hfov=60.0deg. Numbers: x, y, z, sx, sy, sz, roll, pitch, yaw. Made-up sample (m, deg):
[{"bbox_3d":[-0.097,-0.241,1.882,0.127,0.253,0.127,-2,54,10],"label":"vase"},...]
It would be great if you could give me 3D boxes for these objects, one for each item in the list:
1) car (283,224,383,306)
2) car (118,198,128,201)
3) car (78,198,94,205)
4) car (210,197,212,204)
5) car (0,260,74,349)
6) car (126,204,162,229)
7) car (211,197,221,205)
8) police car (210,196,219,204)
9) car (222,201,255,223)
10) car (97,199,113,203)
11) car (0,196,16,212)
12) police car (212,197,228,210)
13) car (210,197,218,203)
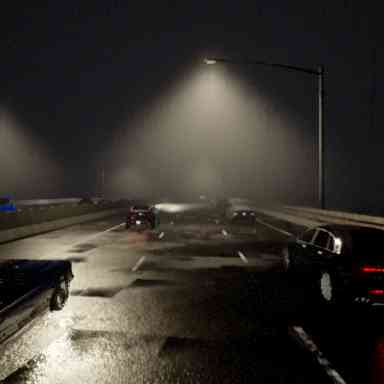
[{"bbox_3d":[3.633,1.544,8.115,1.837,1.490,4.892,0,0,0],"label":"car"},{"bbox_3d":[-12.849,1.892,62.568,1.994,1.385,4.181,0,0,3],"label":"car"},{"bbox_3d":[-19.840,1.853,62.633,1.812,1.442,4.674,0,0,2],"label":"car"},{"bbox_3d":[4.500,1.754,57.409,1.801,1.575,5.366,0,0,2],"label":"car"},{"bbox_3d":[-3.384,1.623,4.845,1.895,1.301,4.718,0,0,0],"label":"car"},{"bbox_3d":[-3.227,1.613,22.623,1.837,1.490,4.892,0,0,1],"label":"car"},{"bbox_3d":[4.907,1.838,68.323,1.801,1.575,5.366,0,0,2],"label":"car"},{"bbox_3d":[5.380,1.897,79.156,1.930,1.638,5.238,0,0,3],"label":"police car"},{"bbox_3d":[3.832,1.677,26.711,2.033,1.411,5.357,0,0,1],"label":"car"},{"bbox_3d":[-16.341,1.929,62.611,1.895,1.301,4.718,0,0,3],"label":"car"},{"bbox_3d":[-13.936,1.324,22.018,2.150,2.045,5.566,0,0,1],"label":"car"},{"bbox_3d":[4.159,1.653,46.411,1.930,1.638,5.238,0,0,2],"label":"police car"},{"bbox_3d":[5.919,2.069,89.954,1.837,1.490,4.892,0,-1,3],"label":"car"}]
